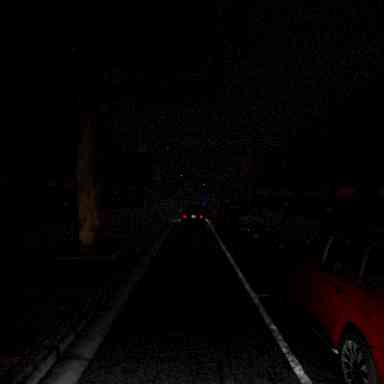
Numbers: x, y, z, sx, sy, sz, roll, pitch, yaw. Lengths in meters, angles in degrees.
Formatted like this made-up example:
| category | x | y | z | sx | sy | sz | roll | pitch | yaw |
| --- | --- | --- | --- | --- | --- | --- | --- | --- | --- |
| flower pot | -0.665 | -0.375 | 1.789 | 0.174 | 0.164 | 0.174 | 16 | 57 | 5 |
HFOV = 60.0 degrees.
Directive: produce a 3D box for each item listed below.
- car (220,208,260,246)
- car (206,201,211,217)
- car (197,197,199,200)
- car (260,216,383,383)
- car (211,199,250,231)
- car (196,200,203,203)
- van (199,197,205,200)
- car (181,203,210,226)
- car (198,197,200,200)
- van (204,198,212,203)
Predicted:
| category | x | y | z | sx | sy | sz | roll | pitch | yaw |
| --- | --- | --- | --- | --- | --- | --- | --- | --- | --- |
| car | 2.641 | 1.706 | 15.918 | 1.887 | 1.381 | 4.507 | 1 | -1 | 0 |
| car | 2.635 | 1.873 | 32.541 | 1.887 | 1.381 | 4.507 | 1 | -1 | 0 |
| car | 2.621 | 2.175 | 71.324 | 1.967 | 1.590 | 4.097 | 1 | -1 | 0 |
| car | 2.649 | 1.365 | 4.840 | 2.192 | 1.841 | 5.009 | 1 | -1 | 0 |
| car | 2.642 | 1.532 | 21.462 | 2.192 | 1.841 | 5.009 | 1 | -1 | 0 |
| car | 0.083 | 2.022 | 41.917 | 1.895 | 1.301 | 4.718 | 0 | -1 | 0 |
| van | 2.626 | 1.954 | 60.244 | 1.690 | 1.788 | 3.998 | 1 | -1 | 0 |
| car | 0.089 | 1.808 | 25.829 | 2.033 | 1.411 | 5.357 | 0 | -1 | 0 |
| car | 2.622 | 2.201 | 65.953 | 1.752 | 1.417 | 4.829 | 1 | -1 | 0 |
| van | 2.636 | 1.724 | 38.083 | 1.690 | 1.788 | 3.998 | 1 | -1 | 0 |
